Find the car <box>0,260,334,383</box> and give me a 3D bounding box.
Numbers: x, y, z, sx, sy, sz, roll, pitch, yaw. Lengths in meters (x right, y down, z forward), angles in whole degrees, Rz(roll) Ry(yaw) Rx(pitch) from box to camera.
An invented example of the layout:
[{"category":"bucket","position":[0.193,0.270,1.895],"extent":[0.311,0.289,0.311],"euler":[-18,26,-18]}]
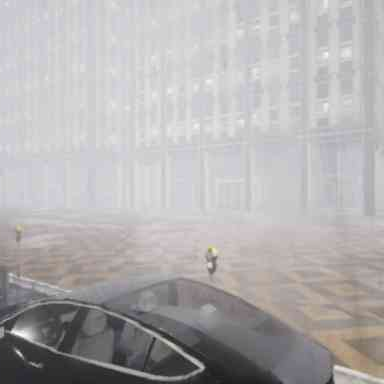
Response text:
[{"category":"car","position":[-0.799,1.568,3.445],"extent":[4.313,1.339,1.947],"euler":[0,0,35]}]
